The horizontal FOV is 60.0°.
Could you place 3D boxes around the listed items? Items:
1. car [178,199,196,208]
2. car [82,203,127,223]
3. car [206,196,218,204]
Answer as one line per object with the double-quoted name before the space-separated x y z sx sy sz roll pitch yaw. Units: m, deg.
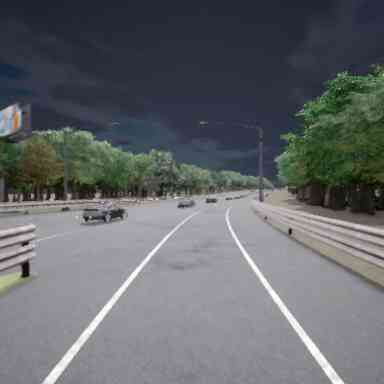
"car" -0.716 1.729 51.900 1.994 1.385 4.181 0 0 14
"car" -7.003 1.663 27.212 2.128 1.511 4.902 -1 0 14
"car" 4.368 1.680 71.899 1.882 1.535 5.008 0 0 14
